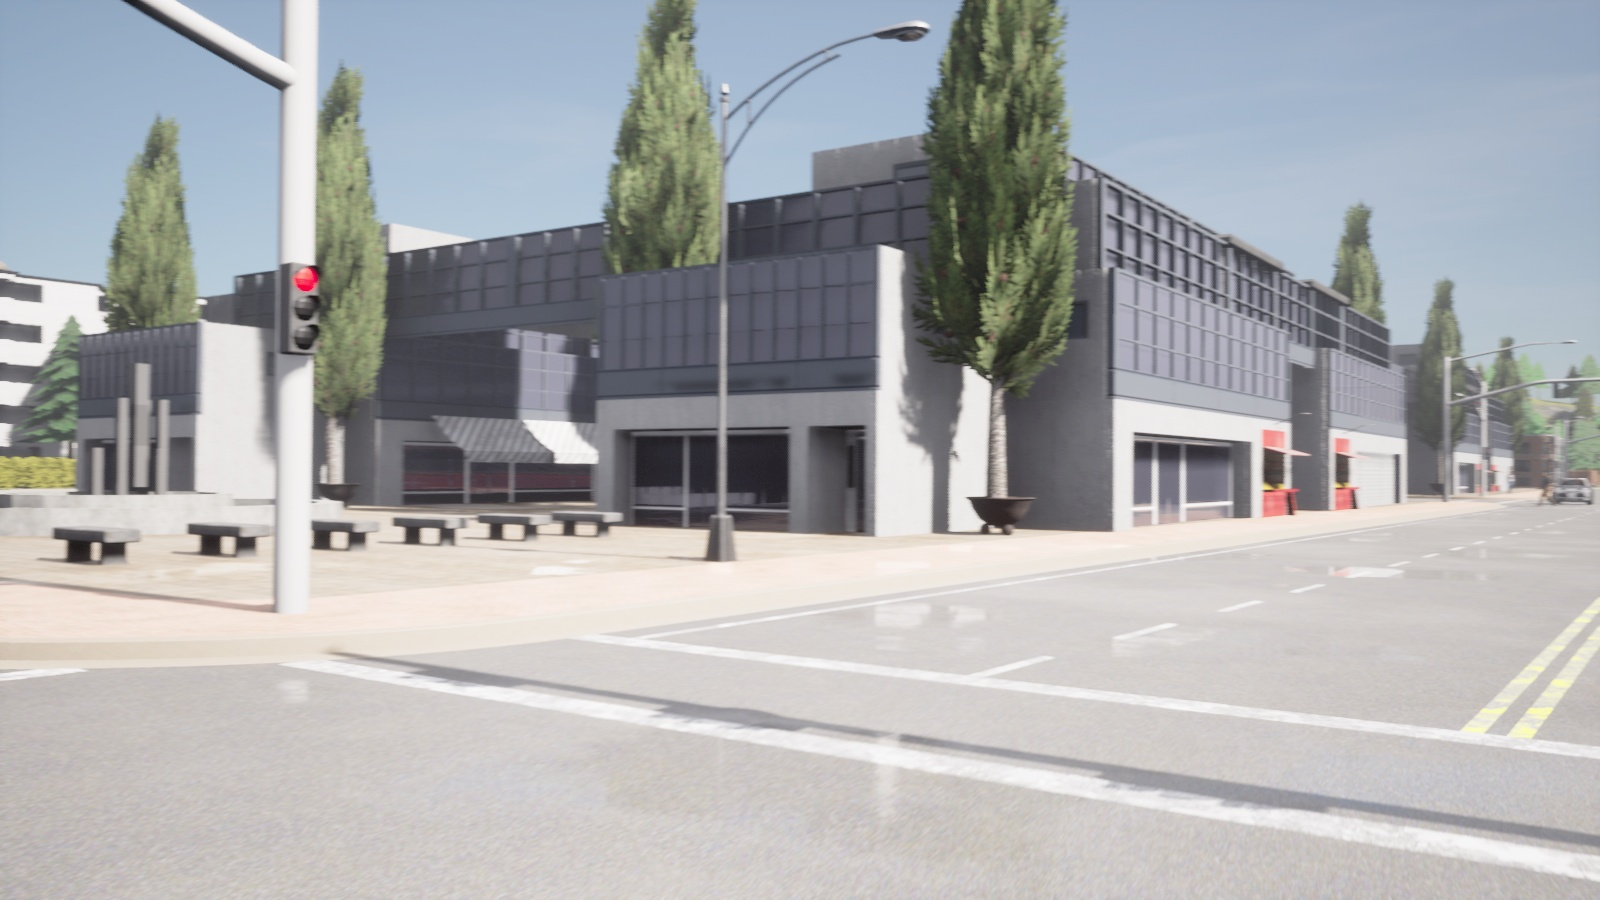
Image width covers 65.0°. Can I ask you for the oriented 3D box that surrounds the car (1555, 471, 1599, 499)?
[{"bbox_3d":[43.331,1.920,69.942,1.970,1.475,3.806,-1,-1,34],"label":"car"}]

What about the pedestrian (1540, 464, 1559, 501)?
[{"bbox_3d":[37.875,1.629,63.477,0.694,1.848,0.540,0,-1,16],"label":"pedestrian"}]
